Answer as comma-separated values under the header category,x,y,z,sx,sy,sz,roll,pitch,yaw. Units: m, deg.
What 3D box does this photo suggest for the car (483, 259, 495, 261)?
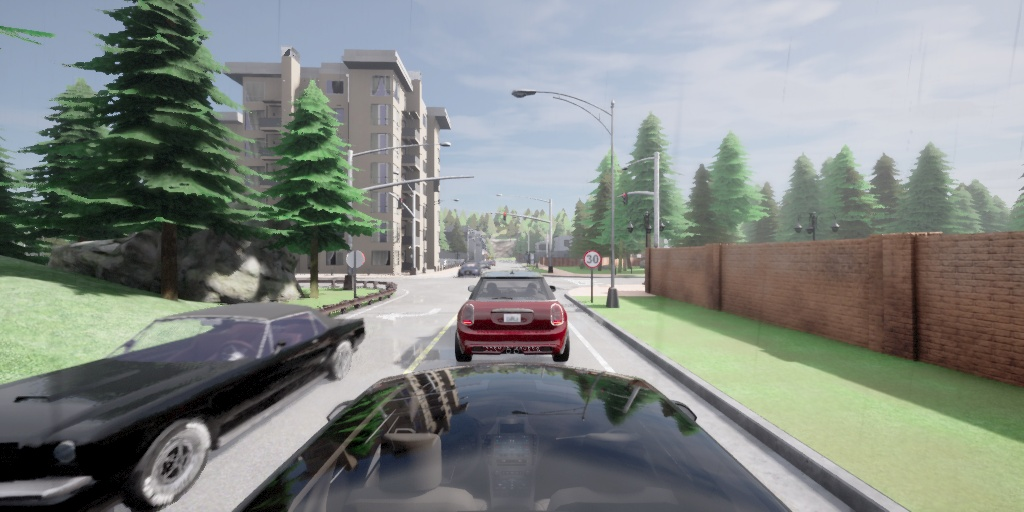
category,x,y,z,sx,sy,sz,roll,pitch,yaw
car,-4.028,1.242,51.316,2.128,1.511,4.902,0,0,0

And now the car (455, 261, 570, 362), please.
category,x,y,z,sx,sy,sz,roll,pitch,yaw
car,0.004,1.102,8.384,2.097,1.767,4.553,0,0,0

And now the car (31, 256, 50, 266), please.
category,x,y,z,sx,sy,sz,roll,pitch,yaw
car,-30.933,0.987,24.692,5.566,2.045,2.150,0,0,-1

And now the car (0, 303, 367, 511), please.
category,x,y,z,sx,sy,sz,roll,pitch,yaw
car,-3.622,1.351,4.451,1.895,1.301,4.718,0,0,0
